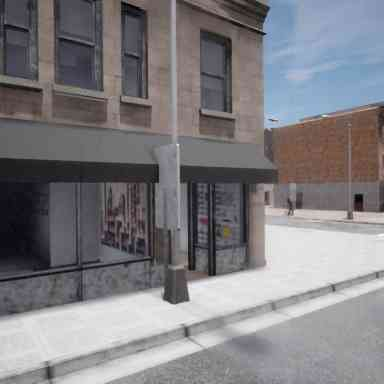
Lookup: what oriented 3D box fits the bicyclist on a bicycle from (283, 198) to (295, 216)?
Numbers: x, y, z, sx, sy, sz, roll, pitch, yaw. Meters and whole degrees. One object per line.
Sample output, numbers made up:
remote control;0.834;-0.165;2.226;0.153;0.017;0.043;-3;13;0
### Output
bicyclist on a bicycle;8.946;1.375;30.642;1.656;1.620;0.582;-1;1;-35
